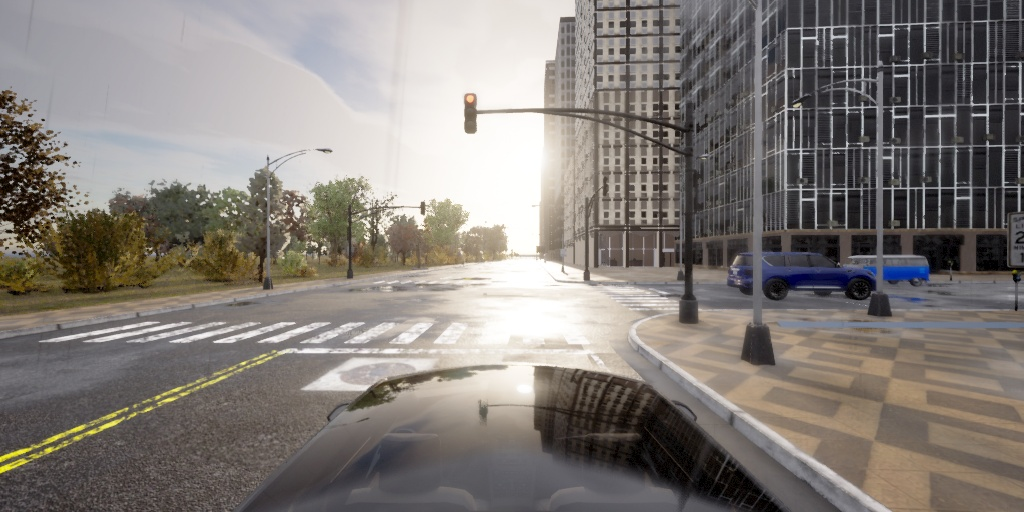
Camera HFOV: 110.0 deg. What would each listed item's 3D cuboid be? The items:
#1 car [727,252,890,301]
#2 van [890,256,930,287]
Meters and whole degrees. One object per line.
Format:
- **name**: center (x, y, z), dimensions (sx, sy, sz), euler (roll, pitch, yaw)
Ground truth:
- **car**: center (12.731, 0.833, 15.983), dimensions (5.566, 2.045, 2.150), euler (0, 0, 4)
- **van**: center (21.988, 0.856, 21.226), dimensions (3.998, 1.789, 1.690), euler (0, 0, 4)
